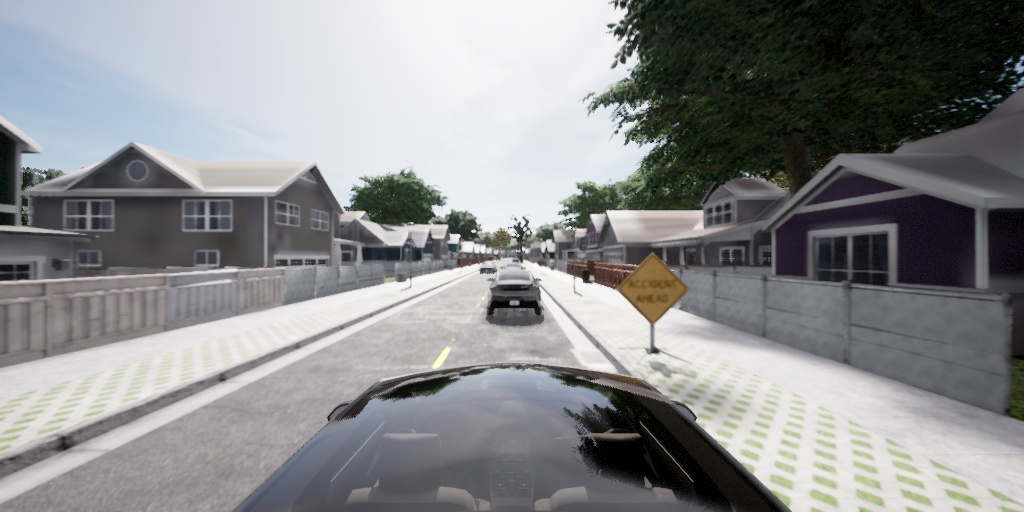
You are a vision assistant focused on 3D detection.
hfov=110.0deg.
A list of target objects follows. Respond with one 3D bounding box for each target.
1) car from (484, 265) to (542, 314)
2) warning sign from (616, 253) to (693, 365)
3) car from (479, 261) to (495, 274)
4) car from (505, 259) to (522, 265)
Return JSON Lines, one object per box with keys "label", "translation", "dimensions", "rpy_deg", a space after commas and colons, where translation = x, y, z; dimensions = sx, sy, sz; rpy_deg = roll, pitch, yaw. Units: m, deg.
{"label": "car", "translation": [0.090, 1.260, 13.868], "dimensions": [1.837, 1.490, 4.892], "rpy_deg": [0, 0, 0]}
{"label": "warning sign", "translation": [2.519, 0.868, 6.431], "dimensions": [1.300, 1.860, 1.060], "rpy_deg": [0, 0, 0]}
{"label": "car", "translation": [-2.834, 1.320, 42.843], "dimensions": [2.033, 1.411, 5.357], "rpy_deg": [0, 0, 0]}
{"label": "car", "translation": [0.094, 1.269, 29.109], "dimensions": [1.837, 1.490, 4.892], "rpy_deg": [0, 0, 0]}
